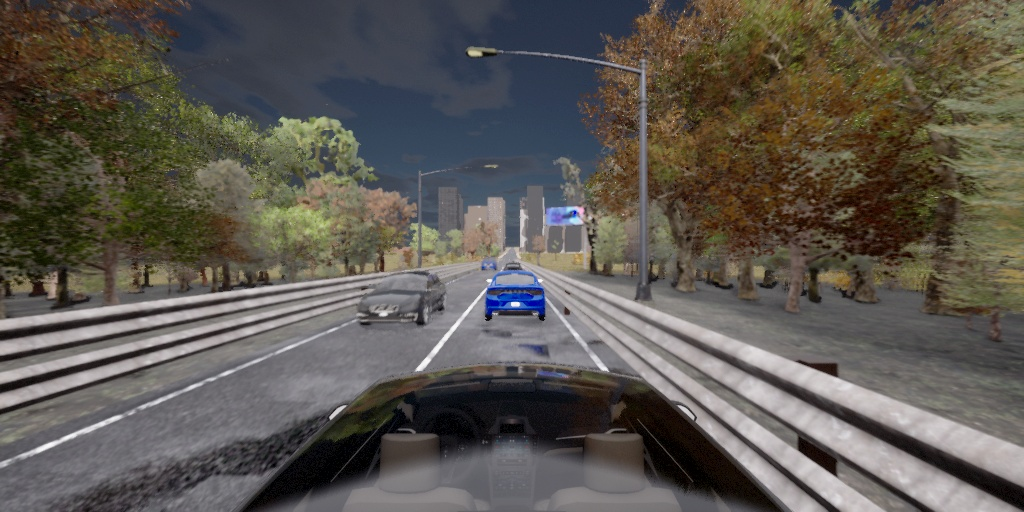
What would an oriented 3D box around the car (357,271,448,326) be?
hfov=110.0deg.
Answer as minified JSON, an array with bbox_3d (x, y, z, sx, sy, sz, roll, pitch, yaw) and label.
[{"bbox_3d":[-3.346,1.274,11.766,1.837,1.490,4.892,0,0,0],"label":"car"}]

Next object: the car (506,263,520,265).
[{"bbox_3d":[0.106,1.368,33.313,1.837,1.490,4.892,0,0,0],"label":"car"}]

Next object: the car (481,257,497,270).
[{"bbox_3d":[-3.328,1.172,52.984,2.150,2.045,5.566,0,0,0],"label":"car"}]

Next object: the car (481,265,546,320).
[{"bbox_3d":[0.102,1.250,12.821,1.882,1.535,5.008,0,0,0],"label":"car"}]
